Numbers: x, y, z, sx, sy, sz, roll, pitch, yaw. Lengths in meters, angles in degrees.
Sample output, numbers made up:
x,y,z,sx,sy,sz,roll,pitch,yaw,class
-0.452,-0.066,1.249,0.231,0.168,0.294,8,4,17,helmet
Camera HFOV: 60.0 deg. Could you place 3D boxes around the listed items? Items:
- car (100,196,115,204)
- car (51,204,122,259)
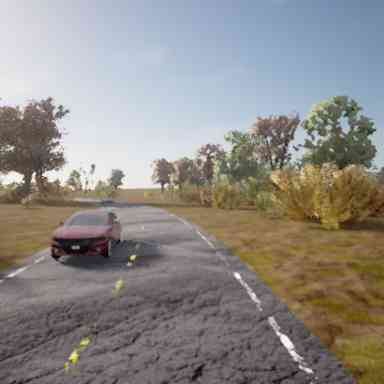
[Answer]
x,y,z,sx,sy,sz,roll,pitch,yaw,class
-13.682,1.333,53.857,1.994,1.385,4.181,0,0,-21,car
-3.838,1.433,12.767,1.882,1.535,5.008,0,0,-6,car
